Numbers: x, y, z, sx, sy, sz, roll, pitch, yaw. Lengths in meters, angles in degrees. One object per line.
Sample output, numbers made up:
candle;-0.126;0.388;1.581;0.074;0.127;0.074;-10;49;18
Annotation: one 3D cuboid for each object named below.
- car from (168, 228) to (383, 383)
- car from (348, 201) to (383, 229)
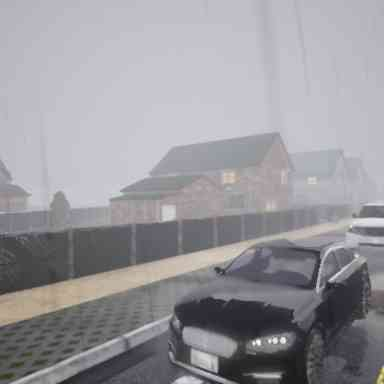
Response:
car;1.640;1.602;5.580;2.128;1.511;4.902;-2;-2;38
car;8.226;1.418;13.988;2.150;2.045;5.566;-2;-2;38
